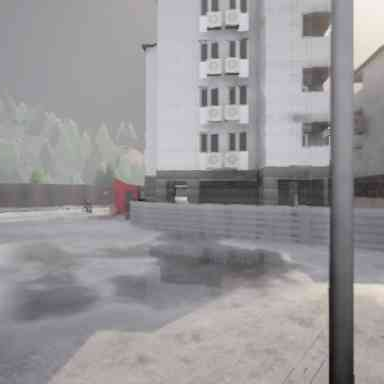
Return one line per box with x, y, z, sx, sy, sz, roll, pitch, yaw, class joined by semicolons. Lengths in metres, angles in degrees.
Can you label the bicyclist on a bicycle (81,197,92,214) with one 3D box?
-9.901;1.284;31.176;1.656;1.620;0.582;0;0;35;bicyclist on a bicycle
